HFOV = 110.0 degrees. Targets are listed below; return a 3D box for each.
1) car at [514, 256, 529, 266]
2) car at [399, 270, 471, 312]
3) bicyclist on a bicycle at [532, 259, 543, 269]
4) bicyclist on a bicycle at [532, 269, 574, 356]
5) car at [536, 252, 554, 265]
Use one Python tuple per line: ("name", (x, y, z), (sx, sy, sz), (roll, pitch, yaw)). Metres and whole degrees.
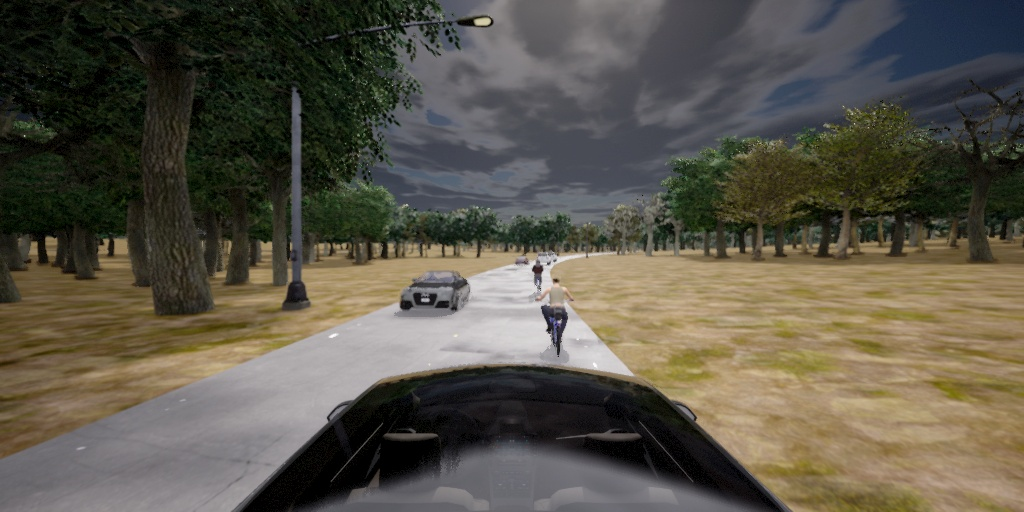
("car", (1.589, 0.759, 57.040), (1.812, 1.442, 4.674), (0, 1, 10))
("car", (-2.795, 1.257, 13.840), (1.994, 1.385, 4.181), (0, 0, 2))
("bicyclist on a bicycle", (1.317, 1.041, 18.252), (0.659, 1.776, 1.843), (0, 1, 3))
("bicyclist on a bicycle", (0.918, 1.166, 7.555), (0.866, 1.612, 1.509), (0, 0, 1))
("car", (5.323, 0.433, 59.957), (2.150, 2.045, 5.566), (0, 1, 10))
